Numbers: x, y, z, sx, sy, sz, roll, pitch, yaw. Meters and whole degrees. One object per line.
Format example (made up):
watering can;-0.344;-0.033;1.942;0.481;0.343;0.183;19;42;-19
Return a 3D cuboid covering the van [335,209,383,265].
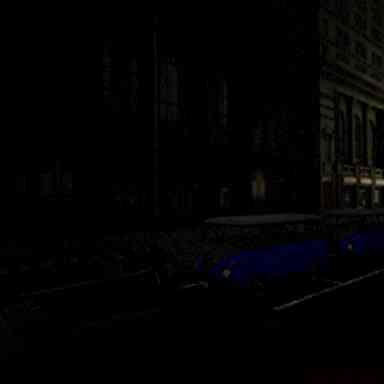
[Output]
van;6.149;1.525;12.149;3.998;1.788;1.690;1;-1;-40

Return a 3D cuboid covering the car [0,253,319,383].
car;-0.979;1.575;2.479;4.674;1.442;1.812;1;-1;-40

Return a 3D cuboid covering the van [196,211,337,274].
van;1.850;1.480;8.504;3.998;1.788;1.690;1;-1;-40

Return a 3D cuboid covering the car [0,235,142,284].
car;-2.449;1.534;4.858;4.097;1.590;1.967;1;-1;-40
